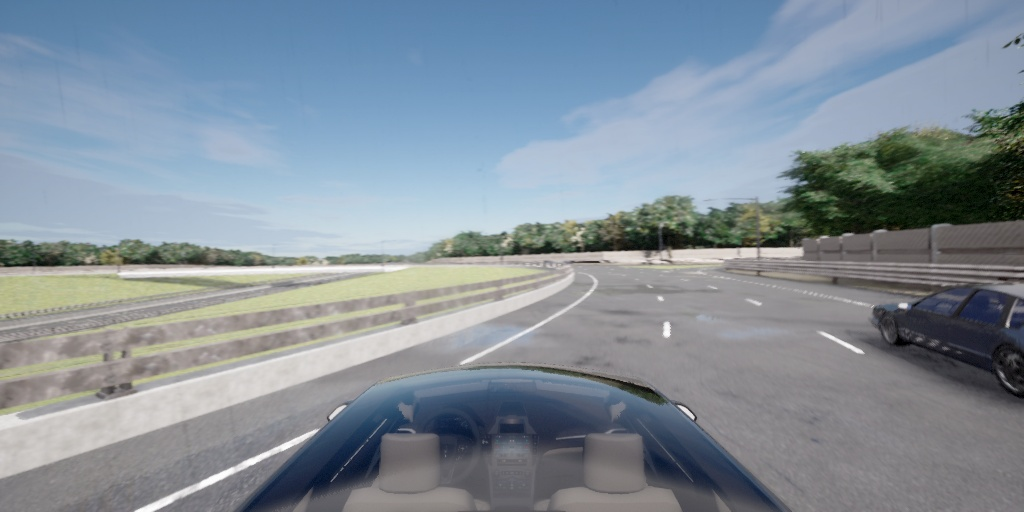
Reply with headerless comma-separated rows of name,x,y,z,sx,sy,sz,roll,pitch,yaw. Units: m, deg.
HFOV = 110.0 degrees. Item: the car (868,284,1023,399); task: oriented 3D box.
car,8.012,1.153,5.631,2.033,1.411,5.357,-1,-1,24
